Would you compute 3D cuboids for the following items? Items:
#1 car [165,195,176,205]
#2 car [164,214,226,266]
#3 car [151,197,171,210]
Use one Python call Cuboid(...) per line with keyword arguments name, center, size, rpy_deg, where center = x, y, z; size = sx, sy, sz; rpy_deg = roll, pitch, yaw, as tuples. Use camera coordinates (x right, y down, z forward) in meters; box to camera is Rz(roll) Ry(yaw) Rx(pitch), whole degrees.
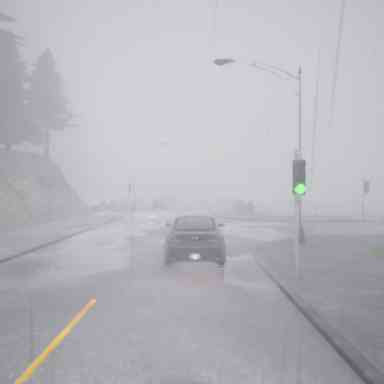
Cuboid(name="car", center=(-4.034, 1.372, 58.989), size=(2.097, 1.767, 4.553), rpy_deg=(0, 0, 1))
Cuboid(name="car", center=(0.091, 1.510, 11.521), size=(1.837, 1.490, 4.892), rpy_deg=(0, 0, 0))
Cuboid(name="car", center=(-4.084, 1.616, 42.606), size=(1.895, 1.301, 4.718), rpy_deg=(0, 0, 0))
